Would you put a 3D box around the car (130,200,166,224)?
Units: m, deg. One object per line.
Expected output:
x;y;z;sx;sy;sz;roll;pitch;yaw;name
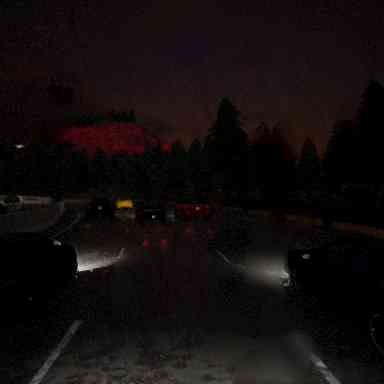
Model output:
-3.037;1.380;23.832;2.128;1.511;4.902;0;0;-13;car

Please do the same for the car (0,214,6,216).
-13.407;1.398;21.448;1.882;1.535;5.008;0;0;-14;car

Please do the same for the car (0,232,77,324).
-3.869;1.537;7.016;1.994;1.385;4.181;0;0;-4;car

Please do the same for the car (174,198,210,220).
-0.096;1.222;26.482;2.097;1.767;4.553;0;0;-14;car

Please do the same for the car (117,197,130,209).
-8.667;1.294;40.812;1.882;1.535;5.008;0;0;-22;car

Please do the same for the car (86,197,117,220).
-7.437;1.234;26.899;2.097;1.767;4.553;0;0;-15;car

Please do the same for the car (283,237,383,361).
3.296;1.512;5.743;2.033;1.411;5.357;0;0;-4;car
